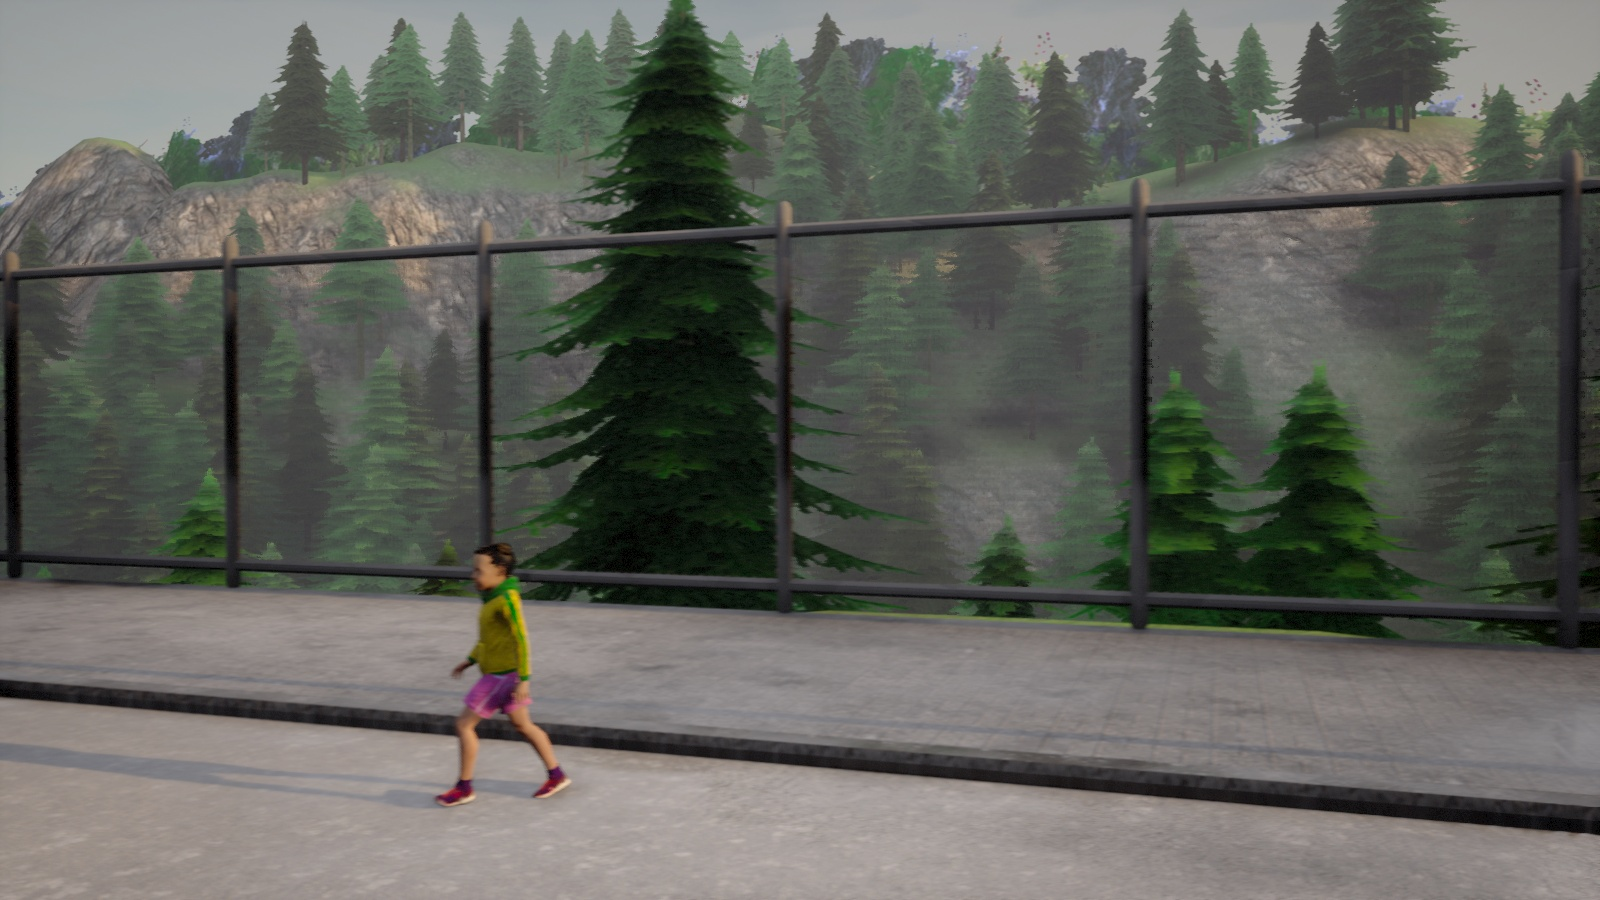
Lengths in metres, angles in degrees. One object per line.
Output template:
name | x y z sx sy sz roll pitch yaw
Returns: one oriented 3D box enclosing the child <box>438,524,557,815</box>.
child | -1.289 0.907 5.333 0.473 1.160 0.299 0 1 -17
